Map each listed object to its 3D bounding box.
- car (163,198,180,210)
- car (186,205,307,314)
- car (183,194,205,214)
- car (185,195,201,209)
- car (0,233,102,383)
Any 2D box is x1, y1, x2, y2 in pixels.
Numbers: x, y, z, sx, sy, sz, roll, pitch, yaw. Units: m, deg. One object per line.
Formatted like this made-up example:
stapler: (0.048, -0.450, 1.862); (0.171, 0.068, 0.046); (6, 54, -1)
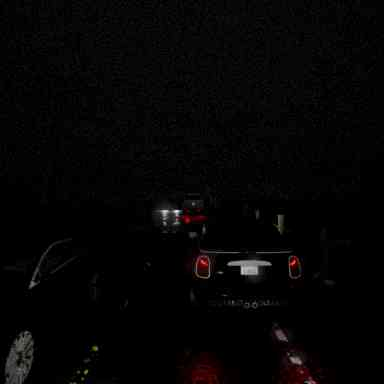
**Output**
car: (-2.641, 1.514, 42.971); (1.837, 1.490, 4.892); (0, 0, 0)
car: (0.981, 1.349, 7.760); (2.097, 1.767, 4.553); (0, 0, 0)
car: (0.167, 1.226, 35.822); (2.150, 2.045, 5.566); (0, 0, 0)
car: (0.133, 1.364, 46.319); (2.097, 1.767, 4.553); (0, 0, 0)
car: (-2.840, 1.490, 5.257); (2.128, 1.511, 4.902); (0, 0, 0)
